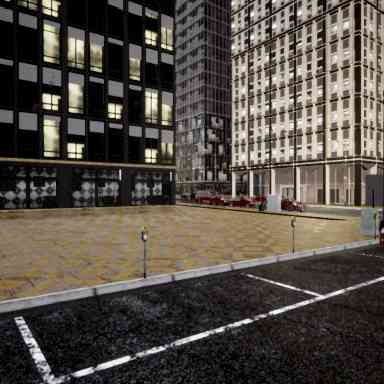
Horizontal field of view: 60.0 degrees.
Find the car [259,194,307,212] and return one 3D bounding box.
[{"bbox_3d":[8.942,1.071,31.921,1.967,1.590,4.097,1,0,-36],"label":"car"}]

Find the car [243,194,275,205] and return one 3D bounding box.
[{"bbox_3d":[9.212,0.985,45.915,1.802,1.307,4.206,1,0,-36],"label":"car"}]

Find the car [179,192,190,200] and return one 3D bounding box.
[{"bbox_3d":[-0.540,0.647,59.508,1.947,1.339,4.313,1,0,-36],"label":"car"}]

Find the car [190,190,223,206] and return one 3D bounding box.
[{"bbox_3d":[2.447,0.731,40.978,2.192,1.841,5.009,1,0,-36],"label":"car"}]

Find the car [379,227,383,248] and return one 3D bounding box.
[{"bbox_3d":[9.140,1.441,13.090,4.097,1.590,1.967,0,0,-36],"label":"car"}]

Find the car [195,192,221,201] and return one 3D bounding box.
[{"bbox_3d":[2.613,0.710,55.115,1.752,1.417,4.829,1,0,-36],"label":"car"}]

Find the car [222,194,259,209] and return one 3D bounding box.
[{"bbox_3d":[5.689,1.105,36.450,1.802,1.307,4.206,1,0,-36],"label":"car"}]
